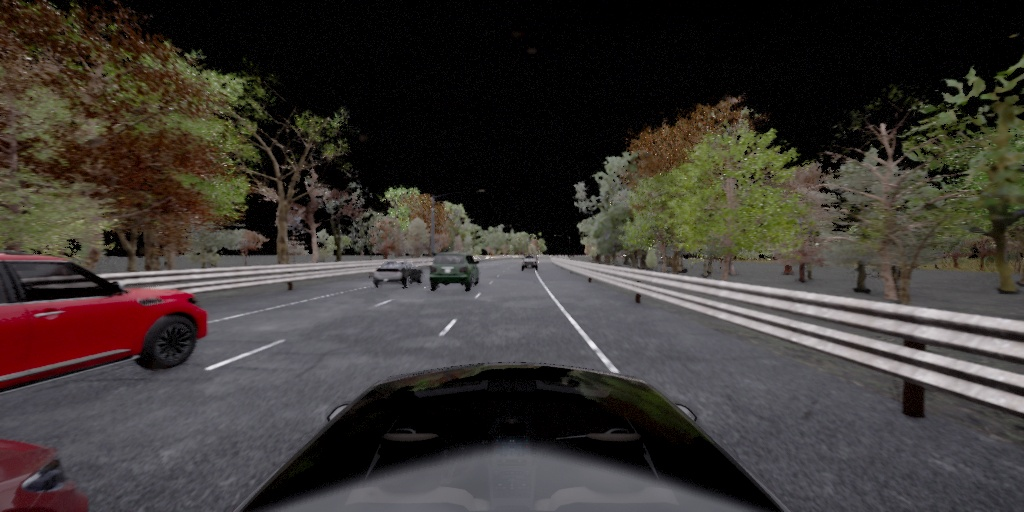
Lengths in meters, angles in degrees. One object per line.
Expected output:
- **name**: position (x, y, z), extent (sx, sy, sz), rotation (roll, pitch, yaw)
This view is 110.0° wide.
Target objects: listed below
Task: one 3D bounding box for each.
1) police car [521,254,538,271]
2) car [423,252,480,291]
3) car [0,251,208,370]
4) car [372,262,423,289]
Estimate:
- **police car**: position (2.056, 0.873, 41.859), extent (1.930, 1.638, 5.238), rotation (0, 0, 3)
- **car**: position (-3.173, 0.814, 20.672), extent (2.150, 2.045, 5.566), rotation (0, 0, 1)
- **car**: position (-6.887, 0.934, 4.443), extent (2.150, 2.045, 5.566), rotation (0, 0, 0)
- **car**: position (-6.651, 1.070, 21.478), extent (2.128, 1.511, 4.902), rotation (0, 0, 1)
